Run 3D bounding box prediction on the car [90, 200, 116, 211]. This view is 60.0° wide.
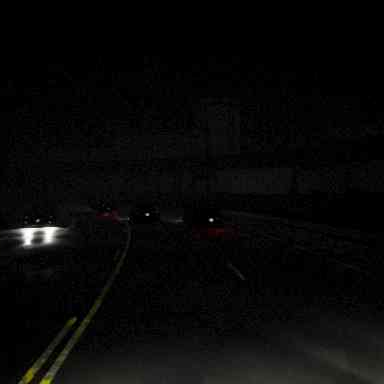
[{"bbox_3d":[-11.184,1.688,41.515,1.895,1.301,4.718,-1,0,-34],"label":"car"}]

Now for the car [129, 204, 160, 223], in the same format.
[{"bbox_3d":[-3.754,1.594,25.844,1.994,1.385,4.181,0,0,-16],"label":"car"}]

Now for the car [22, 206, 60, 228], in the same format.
[{"bbox_3d":[-10.408,1.650,23.167,1.994,1.385,4.181,0,0,-17],"label":"car"}]

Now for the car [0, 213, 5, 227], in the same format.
[{"bbox_3d":[-13.431,1.671,21.139,1.994,1.385,4.181,0,0,-16],"label":"car"}]

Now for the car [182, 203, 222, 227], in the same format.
[{"bbox_3d":[0.610,1.503,23.208,1.837,1.490,4.892,0,0,-14],"label":"car"}]
